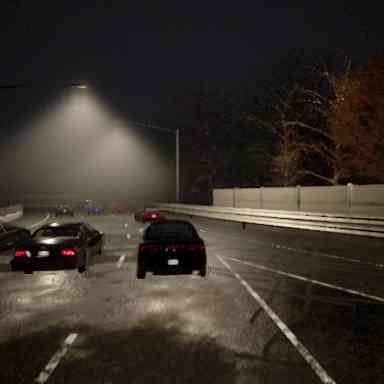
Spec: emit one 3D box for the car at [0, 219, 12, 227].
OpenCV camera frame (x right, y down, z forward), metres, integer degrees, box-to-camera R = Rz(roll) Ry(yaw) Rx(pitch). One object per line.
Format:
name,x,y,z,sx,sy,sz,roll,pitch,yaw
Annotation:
car,-7.887,1.732,12.625,2.033,1.411,5.357,0,-1,-8

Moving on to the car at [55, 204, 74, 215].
car,-15.092,2.110,39.312,1.994,1.385,4.181,0,-1,-22

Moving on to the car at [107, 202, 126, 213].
car,-10.642,2.105,46.595,1.882,1.535,5.008,0,-1,-25

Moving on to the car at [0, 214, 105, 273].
car,-4.216,1.705,11.272,2.033,1.411,5.357,0,-1,-7

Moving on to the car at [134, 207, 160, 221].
car,-3.733,1.942,28.613,1.994,1.385,4.181,0,-1,-19

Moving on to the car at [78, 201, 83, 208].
car,-20.185,2.343,63.171,1.882,1.535,5.008,1,-1,-34

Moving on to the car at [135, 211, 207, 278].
car,-0.718,1.619,10.742,1.882,1.535,5.008,0,-1,-6

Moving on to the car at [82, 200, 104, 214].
car,-12.137,2.042,41.348,1.882,1.535,5.008,0,-1,-22
